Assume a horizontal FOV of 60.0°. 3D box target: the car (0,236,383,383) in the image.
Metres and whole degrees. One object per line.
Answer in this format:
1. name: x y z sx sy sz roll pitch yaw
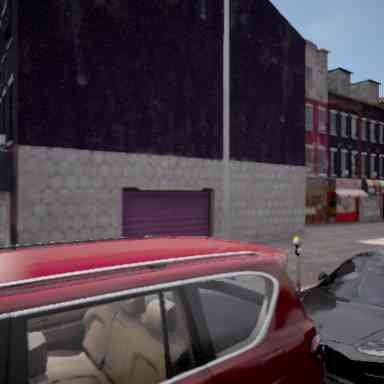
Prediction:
1. car: -1.266 1.315 1.916 5.009 1.841 2.192 1 -1 -36
